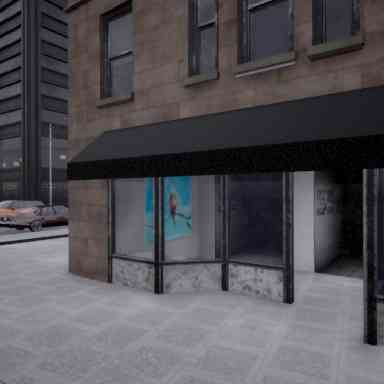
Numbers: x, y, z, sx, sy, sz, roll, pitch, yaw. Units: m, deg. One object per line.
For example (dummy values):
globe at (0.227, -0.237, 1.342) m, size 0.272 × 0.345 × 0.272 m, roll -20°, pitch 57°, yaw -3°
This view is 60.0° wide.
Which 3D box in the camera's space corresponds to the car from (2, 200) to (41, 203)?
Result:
car at (-11.369, 1.311, 21.013) m, size 2.097 × 1.767 × 4.553 m, roll 0°, pitch 0°, yaw 35°

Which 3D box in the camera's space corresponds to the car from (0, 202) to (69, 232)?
car at (-8.451, 1.491, 19.765) m, size 2.033 × 1.411 × 5.357 m, roll 0°, pitch 0°, yaw 35°
